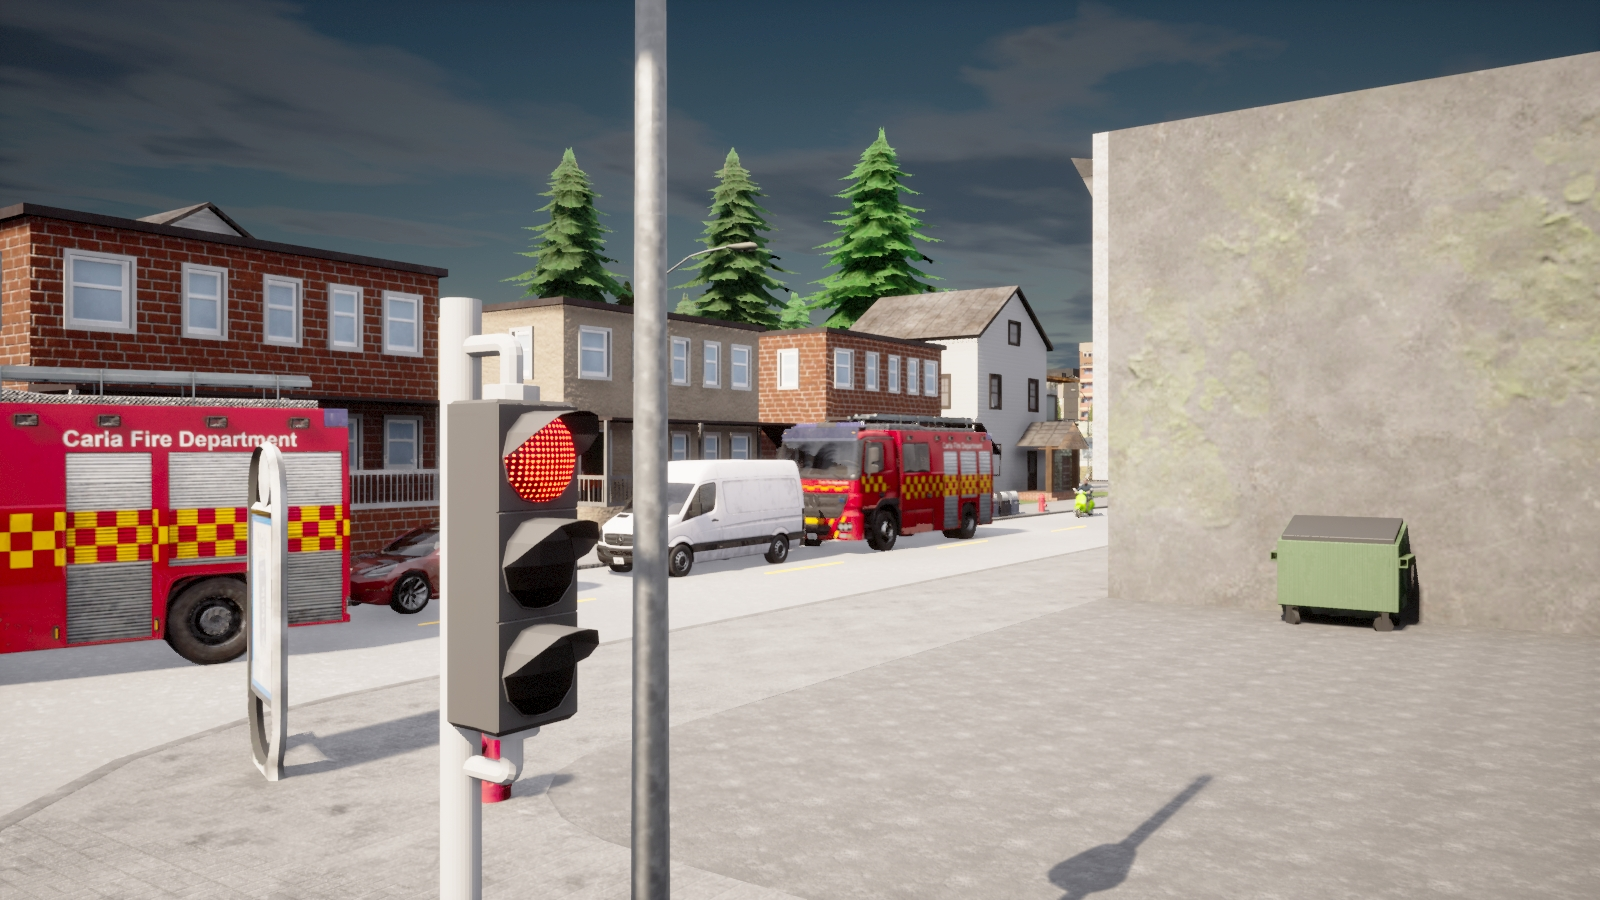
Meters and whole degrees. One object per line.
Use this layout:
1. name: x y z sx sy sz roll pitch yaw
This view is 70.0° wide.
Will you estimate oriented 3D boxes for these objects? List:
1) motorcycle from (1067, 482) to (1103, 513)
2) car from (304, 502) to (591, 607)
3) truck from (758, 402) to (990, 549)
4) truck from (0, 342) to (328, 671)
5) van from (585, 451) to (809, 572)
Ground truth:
1. motorcycle: 11.794 1.955 47.308 0.856 1.236 1.805 0 0 35
2. car: -6.414 1.835 21.332 2.163 1.488 4.792 0 0 35
3. truck: 2.474 0.662 34.005 2.891 3.827 8.468 0 0 35
4. truck: -10.659 0.661 14.078 8.468 3.827 2.891 0 0 -38
5. van: -2.273 1.307 27.238 1.988 2.561 5.915 0 0 35
